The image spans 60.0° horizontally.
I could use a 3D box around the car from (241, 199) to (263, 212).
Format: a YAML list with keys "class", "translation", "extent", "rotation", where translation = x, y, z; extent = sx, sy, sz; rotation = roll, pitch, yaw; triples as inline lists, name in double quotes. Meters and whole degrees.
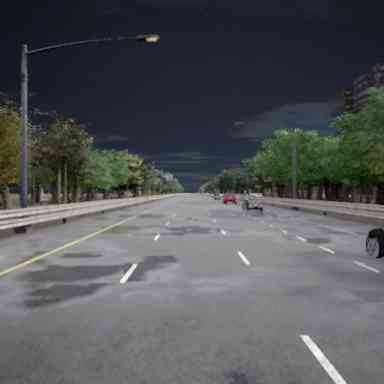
- class: "car"
  translation: [7.074, 1.557, 39.296]
  extent: [2.033, 1.411, 5.357]
  rotation: [0, 0, 0]

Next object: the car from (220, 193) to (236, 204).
- class: "car"
  translation: [7.159, 1.238, 64.247]
  extent: [2.150, 2.045, 5.566]
  rotation: [0, 0, 0]

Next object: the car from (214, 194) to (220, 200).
- class: "car"
  translation: [7.260, 1.568, 94.255]
  extent: [1.994, 1.385, 4.181]
  rotation: [0, 0, 0]

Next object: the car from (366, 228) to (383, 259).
- class: "car"
  translation: [7.004, 1.495, 9.723]
  extent: [2.128, 1.511, 4.902]
  rotation: [0, 0, 0]
